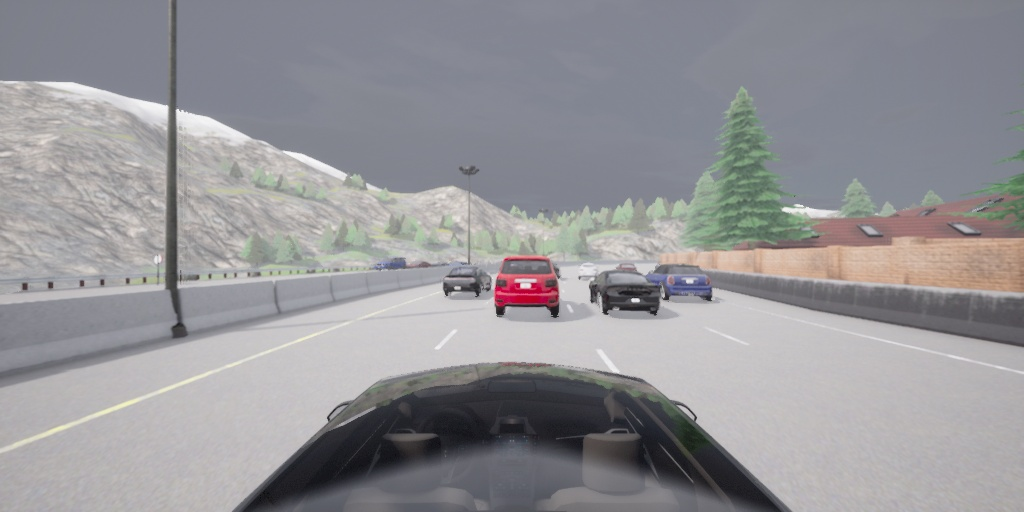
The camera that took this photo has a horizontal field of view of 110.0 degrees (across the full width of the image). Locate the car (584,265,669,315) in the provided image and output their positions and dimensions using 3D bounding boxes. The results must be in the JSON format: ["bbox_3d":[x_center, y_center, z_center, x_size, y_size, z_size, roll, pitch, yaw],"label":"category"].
[{"bbox_3d":[4.182,1.278,13.987,1.882,1.535,5.008,0,0,5],"label":"car"}]

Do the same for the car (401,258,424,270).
[{"bbox_3d":[-13.454,1.431,51.938,1.882,1.535,5.008,0,0,17],"label":"car"}]

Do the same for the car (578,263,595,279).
[{"bbox_3d":[7.325,1.410,34.219,1.812,1.442,4.674,0,0,12],"label":"car"}]

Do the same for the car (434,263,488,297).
[{"bbox_3d":[-2.295,1.313,19.364,2.128,1.511,4.902,0,0,6],"label":"car"}]

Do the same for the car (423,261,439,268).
[{"bbox_3d":[-10.208,1.512,50.583,1.994,1.385,4.181,0,0,17],"label":"car"}]

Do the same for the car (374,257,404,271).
[{"bbox_3d":[-17.307,1.172,51.383,2.150,2.045,5.566,0,0,17],"label":"car"}]

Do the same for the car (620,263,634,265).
[{"bbox_3d":[10.822,1.409,33.791,1.812,1.442,4.674,0,0,13],"label":"car"}]

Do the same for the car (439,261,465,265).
[{"bbox_3d":[-7.377,1.415,47.883,1.882,1.535,5.008,0,-1,16],"label":"car"}]

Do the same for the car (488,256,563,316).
[{"bbox_3d":[0.635,1.021,13.727,2.150,2.045,5.566,0,0,4],"label":"car"}]

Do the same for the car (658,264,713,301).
[{"bbox_3d":[8.122,1.170,18.006,2.097,1.767,4.553,0,0,6],"label":"car"}]
